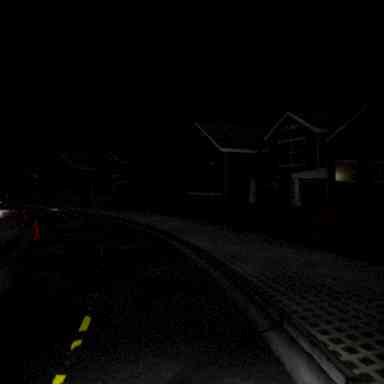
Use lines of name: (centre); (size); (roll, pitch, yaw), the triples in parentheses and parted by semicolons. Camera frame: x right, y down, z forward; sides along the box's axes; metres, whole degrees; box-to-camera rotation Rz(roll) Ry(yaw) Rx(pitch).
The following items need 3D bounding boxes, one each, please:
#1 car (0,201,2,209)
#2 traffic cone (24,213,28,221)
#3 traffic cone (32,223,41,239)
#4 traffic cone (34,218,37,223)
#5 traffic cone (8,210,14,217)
car: (-22.483, 1.017, 35.701); (4.553, 1.767, 2.097); (0, 1, 31)
traffic cone: (-11.696, 1.748, 23.386); (0.340, 0.580, 0.340); (-1, 1, -36)
traffic cone: (-7.081, 1.834, 15.188); (0.340, 0.580, 0.340); (0, 1, -17)
traffic cone: (-9.135, 1.791, 19.432); (0.340, 0.580, 0.340); (0, 1, -30)
traffic cone: (-14.697, 1.710, 27.019); (0.340, 0.580, 0.340); (-1, 1, -43)
